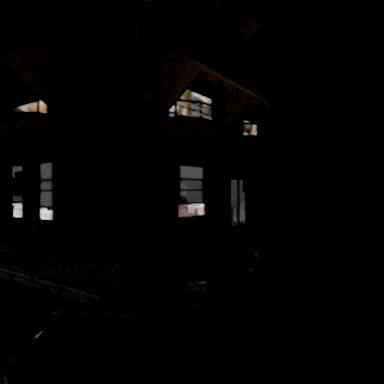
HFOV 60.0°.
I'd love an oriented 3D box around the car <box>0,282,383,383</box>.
[{"bbox_3d":[-0.253,1.553,3.068,4.313,1.339,1.947,0,-1,36],"label":"car"}]
